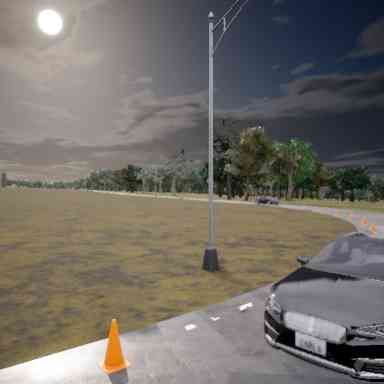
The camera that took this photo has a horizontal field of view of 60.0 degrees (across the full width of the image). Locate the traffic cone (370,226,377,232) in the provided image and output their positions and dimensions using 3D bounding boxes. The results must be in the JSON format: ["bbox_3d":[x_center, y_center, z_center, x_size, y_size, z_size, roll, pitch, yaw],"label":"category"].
[{"bbox_3d":[8.220,1.984,15.006,0.340,0.580,0.340,0,0,31],"label":"traffic cone"}]

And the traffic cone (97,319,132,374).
[{"bbox_3d":[-1.014,1.957,4.324,0.340,0.580,0.340,0,0,-40],"label":"traffic cone"}]

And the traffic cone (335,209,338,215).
[{"bbox_3d":[14.252,1.986,32.768,0.340,0.580,0.340,1,0,6],"label":"traffic cone"}]

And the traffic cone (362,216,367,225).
[{"bbox_3d":[12.218,1.996,23.554,0.340,0.580,0.340,0,0,19],"label":"traffic cone"}]

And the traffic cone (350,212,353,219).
[{"bbox_3d":[13.489,1.994,28.104,0.340,0.580,0.340,1,0,12],"label":"traffic cone"}]

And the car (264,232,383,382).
[{"bbox_3d":[3.080,1.502,5.622,2.128,1.511,4.902,0,0,44],"label":"car"}]

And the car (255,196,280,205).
[{"bbox_3d":[12.331,1.405,54.734,1.837,1.490,4.892,1,0,-28],"label":"car"}]

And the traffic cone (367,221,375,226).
[{"bbox_3d":[10.454,1.992,19.170,0.340,0.580,0.340,0,0,25],"label":"traffic cone"}]

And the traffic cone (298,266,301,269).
[{"bbox_3d":[2.451,1.964,7.538,0.340,0.580,0.340,0,0,44],"label":"traffic cone"}]
